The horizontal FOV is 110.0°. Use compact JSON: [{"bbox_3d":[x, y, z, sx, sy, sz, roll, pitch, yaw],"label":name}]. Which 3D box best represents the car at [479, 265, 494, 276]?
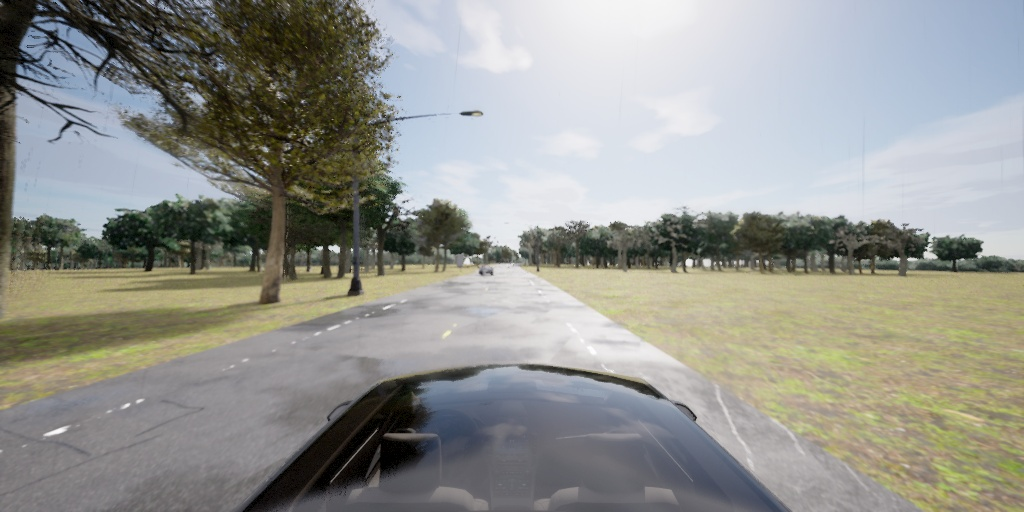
[{"bbox_3d":[-3.561,1.965,50.004,2.128,1.511,4.902,0,-2,0],"label":"car"}]
